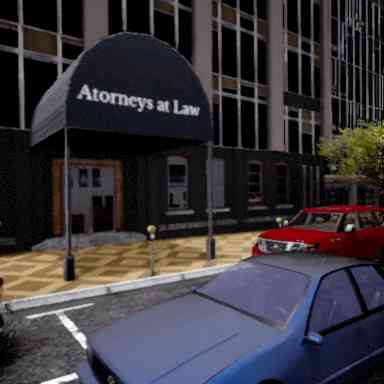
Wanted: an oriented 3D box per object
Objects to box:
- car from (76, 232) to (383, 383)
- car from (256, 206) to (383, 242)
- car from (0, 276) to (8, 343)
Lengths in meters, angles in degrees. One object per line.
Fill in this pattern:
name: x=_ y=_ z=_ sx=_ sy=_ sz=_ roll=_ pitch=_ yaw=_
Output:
car: x=1.403 y=1.558 z=4.381 sx=5.357 sy=1.411 sz=2.033 roll=0 pitch=0 yaw=-35
car: x=4.008 y=1.339 z=9.573 sx=5.009 sy=1.841 sz=2.192 roll=0 pitch=-1 yaw=-36
car: x=-4.417 y=1.566 z=3.574 sx=4.313 sy=1.339 sz=1.947 roll=0 pitch=-1 yaw=-36
